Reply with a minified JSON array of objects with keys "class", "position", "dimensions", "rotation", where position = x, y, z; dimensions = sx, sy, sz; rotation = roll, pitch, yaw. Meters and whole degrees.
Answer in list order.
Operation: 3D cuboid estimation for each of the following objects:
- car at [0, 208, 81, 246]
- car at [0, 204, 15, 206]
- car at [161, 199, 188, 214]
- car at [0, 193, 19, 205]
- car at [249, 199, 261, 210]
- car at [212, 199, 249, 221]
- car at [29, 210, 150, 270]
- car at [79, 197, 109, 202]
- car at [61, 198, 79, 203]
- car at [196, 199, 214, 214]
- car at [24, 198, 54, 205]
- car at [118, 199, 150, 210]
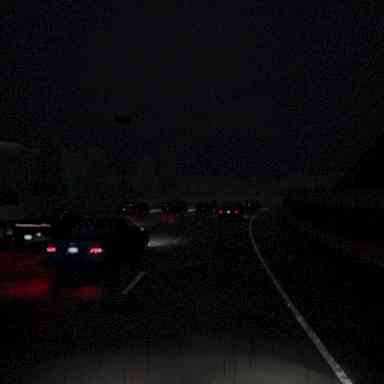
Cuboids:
[{"class":"car","position":[-5.882,1.475,14.903],"dimensions":[2.128,1.511,4.902],"rotation":[0,0,6]},{"class":"car","position":[-9.578,1.454,13.331],"dimensions":[1.882,1.535,5.008],"rotation":[0,0,6]},{"class":"car","position":[-1.774,1.478,35.805],"dimensions":[2.128,1.511,4.902],"rotation":[0,0,15]},{"class":"car","position":[-25.300,1.159,43.318],"dimensions":[2.150,2.045,5.566],"rotation":[0,0,16]},{"class":"car","position":[7.610,1.569,42.301],"dimensions":[1.994,1.385,4.181],"rotation":[0,0,19]},{"class":"car","position":[3.268,1.547,27.263],"dimensions":[2.033,1.411,5.357],"rotation":[0,0,12]},{"class":"car","position":[-2.812,1.538,10.993],"dimensions":[2.033,1.411,5.357],"rotation":[0,0,5]},{"class":"car","position":[-13.221,1.465,46.852],"dimensions":[1.837,1.490,4.892],"rotation":[0,0,19]},{"class":"car","position":[-16.605,1.500,47.871],"dimensions":[2.033,1.411,5.357],"rotation":[0,0,18]},{"class":"car","position":[1.772,1.472,35.531],"dimensions":[1.882,1.535,5.008],"rotation":[0,0,15]},{"class":"car","position":[-20.928,1.508,45.681],"dimensions":[1.994,1.385,4.181],"rotation":[0,0,17]},{"class":"car","position":[-5.864,1.470,34.053],"dimensions":[2.128,1.511,4.902],"rotation":[0,0,14]}]
